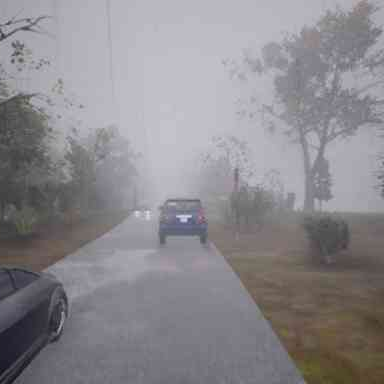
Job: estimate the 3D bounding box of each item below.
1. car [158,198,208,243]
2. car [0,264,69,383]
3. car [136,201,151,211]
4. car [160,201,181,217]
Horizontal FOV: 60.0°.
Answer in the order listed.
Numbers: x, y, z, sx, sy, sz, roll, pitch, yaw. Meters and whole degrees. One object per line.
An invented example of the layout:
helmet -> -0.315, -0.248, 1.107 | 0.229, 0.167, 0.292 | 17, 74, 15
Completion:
car -> -0.496, 1.292, 16.634 | 2.150, 2.045, 5.566 | 0, 0, -3
car -> -2.937, 1.570, 3.662 | 1.994, 1.385, 4.181 | 0, 0, -1
car -> -6.989, 2.009, 48.057 | 1.837, 1.490, 4.892 | 0, -2, -7
car -> -2.339, 1.765, 35.152 | 1.882, 1.535, 5.008 | 0, -1, -7
